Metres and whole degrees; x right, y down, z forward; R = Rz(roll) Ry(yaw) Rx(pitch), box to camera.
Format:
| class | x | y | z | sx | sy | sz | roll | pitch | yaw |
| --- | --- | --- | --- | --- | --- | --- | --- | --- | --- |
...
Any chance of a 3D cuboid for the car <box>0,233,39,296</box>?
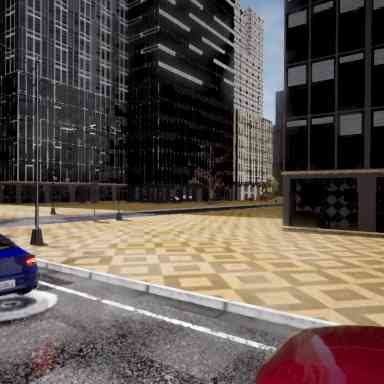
| class | x | y | z | sx | sy | sz | roll | pitch | yaw |
| --- | --- | --- | --- | --- | --- | --- | --- | --- | --- |
| car | -5.236 | 1.522 | 7.415 | 4.674 | 1.442 | 1.812 | 0 | 0 | 36 |

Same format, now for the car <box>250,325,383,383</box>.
| class | x | y | z | sx | sy | sz | roll | pitch | yaw |
| --- | --- | --- | --- | --- | --- | --- | --- | --- | --- |
| car | 2.367 | 1.564 | 1.988 | 4.181 | 1.385 | 1.994 | 0 | 0 | 35 |
